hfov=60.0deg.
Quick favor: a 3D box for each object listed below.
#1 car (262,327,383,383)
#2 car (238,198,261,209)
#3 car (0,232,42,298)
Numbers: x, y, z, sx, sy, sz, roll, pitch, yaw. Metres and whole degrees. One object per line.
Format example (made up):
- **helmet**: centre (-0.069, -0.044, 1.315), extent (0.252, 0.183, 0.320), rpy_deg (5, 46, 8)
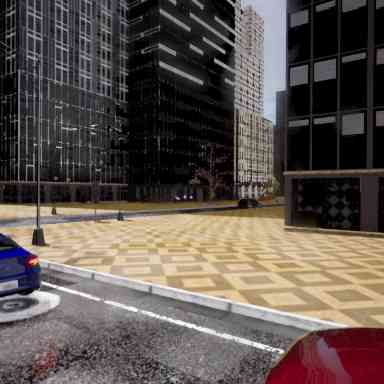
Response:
- **car**: centre (2.437, 1.564, 1.937), extent (4.181, 1.385, 1.994), rpy_deg (0, 0, 35)
- **car**: centre (8.581, 1.719, 49.643), extent (1.837, 1.490, 4.892), rpy_deg (1, 0, 37)
- **car**: centre (-5.160, 1.523, 7.371), extent (4.674, 1.442, 1.812), rpy_deg (0, 0, 36)
